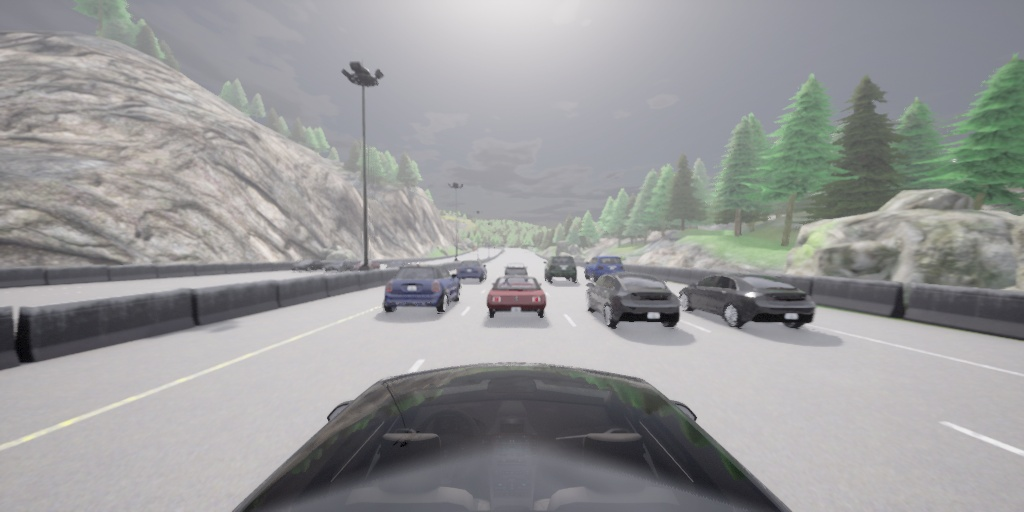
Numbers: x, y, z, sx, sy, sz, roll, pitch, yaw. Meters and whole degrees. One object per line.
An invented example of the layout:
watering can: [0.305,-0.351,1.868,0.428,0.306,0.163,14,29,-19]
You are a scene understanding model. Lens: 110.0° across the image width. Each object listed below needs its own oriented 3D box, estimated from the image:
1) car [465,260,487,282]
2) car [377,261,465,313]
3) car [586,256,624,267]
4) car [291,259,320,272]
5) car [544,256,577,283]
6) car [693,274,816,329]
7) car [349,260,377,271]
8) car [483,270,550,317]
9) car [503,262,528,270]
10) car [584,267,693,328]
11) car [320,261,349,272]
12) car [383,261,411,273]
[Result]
car: [-3.200,1.105,29.064,2.097,1.767,4.553,0,0,1]
car: [-3.328,1.096,14.147,2.097,1.767,4.553,0,0,1]
car: [7.300,1.023,28.731,2.150,2.045,5.566,0,0,1]
car: [-24.246,1.133,42.920,1.882,1.535,5.008,0,0,1]
car: [3.800,1.006,28.699,2.150,2.045,5.566,0,0,1]
car: [7.141,1.298,11.539,1.837,1.490,4.892,0,0,1]
car: [-17.250,1.215,42.933,1.812,1.442,4.674,0,0,1]
car: [0.162,1.360,13.220,1.895,1.301,4.718,0,0,1]
car: [0.307,1.260,29.631,2.128,1.511,4.902,0,0,1]
car: [3.640,1.280,11.545,1.837,1.490,4.892,0,0,1]
car: [-20.745,1.237,43.218,1.994,1.385,4.181,0,0,1]
car: [-13.748,1.271,43.178,1.994,1.385,4.181,0,0,1]
